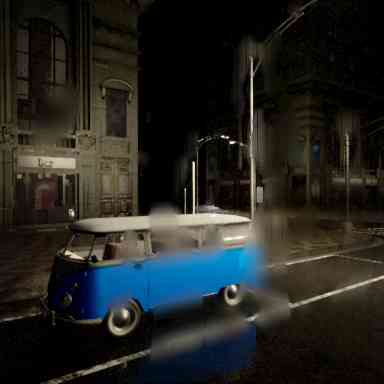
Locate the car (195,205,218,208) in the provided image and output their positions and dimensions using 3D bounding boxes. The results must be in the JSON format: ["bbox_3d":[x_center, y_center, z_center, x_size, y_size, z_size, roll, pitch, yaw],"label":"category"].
[{"bbox_3d":[1.523,1.977,32.687,2.033,1.411,5.357,0,-1,-36],"label":"car"}]

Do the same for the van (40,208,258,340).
[{"bbox_3d":[-0.557,1.341,6.275,3.998,1.788,1.690,0,0,-36],"label":"van"}]
